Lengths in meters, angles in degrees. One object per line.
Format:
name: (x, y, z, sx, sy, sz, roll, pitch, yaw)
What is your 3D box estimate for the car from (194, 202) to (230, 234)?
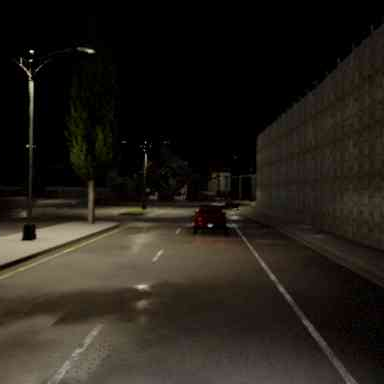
car: (1.079, 1.559, 19.653, 1.812, 1.442, 4.674, 1, 0, 3)

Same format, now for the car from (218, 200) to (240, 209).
car: (4.786, 1.710, 45.404, 1.895, 1.301, 4.718, 0, 0, 34)
